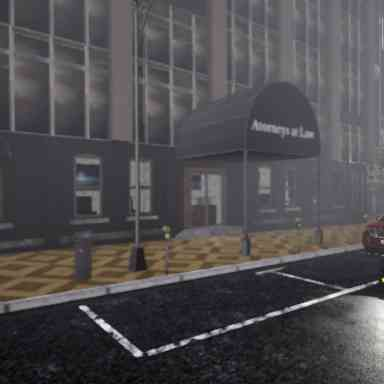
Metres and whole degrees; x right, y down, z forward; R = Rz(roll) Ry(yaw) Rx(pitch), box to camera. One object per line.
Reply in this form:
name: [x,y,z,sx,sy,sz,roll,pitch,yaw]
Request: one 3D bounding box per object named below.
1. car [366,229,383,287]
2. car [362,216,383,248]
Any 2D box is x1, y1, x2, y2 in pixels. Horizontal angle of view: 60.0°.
car: [6.301,1.663,8.001,4.181,1.385,1.994,1,-1,-36]
car: [8.800,1.466,13.190,5.009,1.841,2.192,1,-1,-36]
